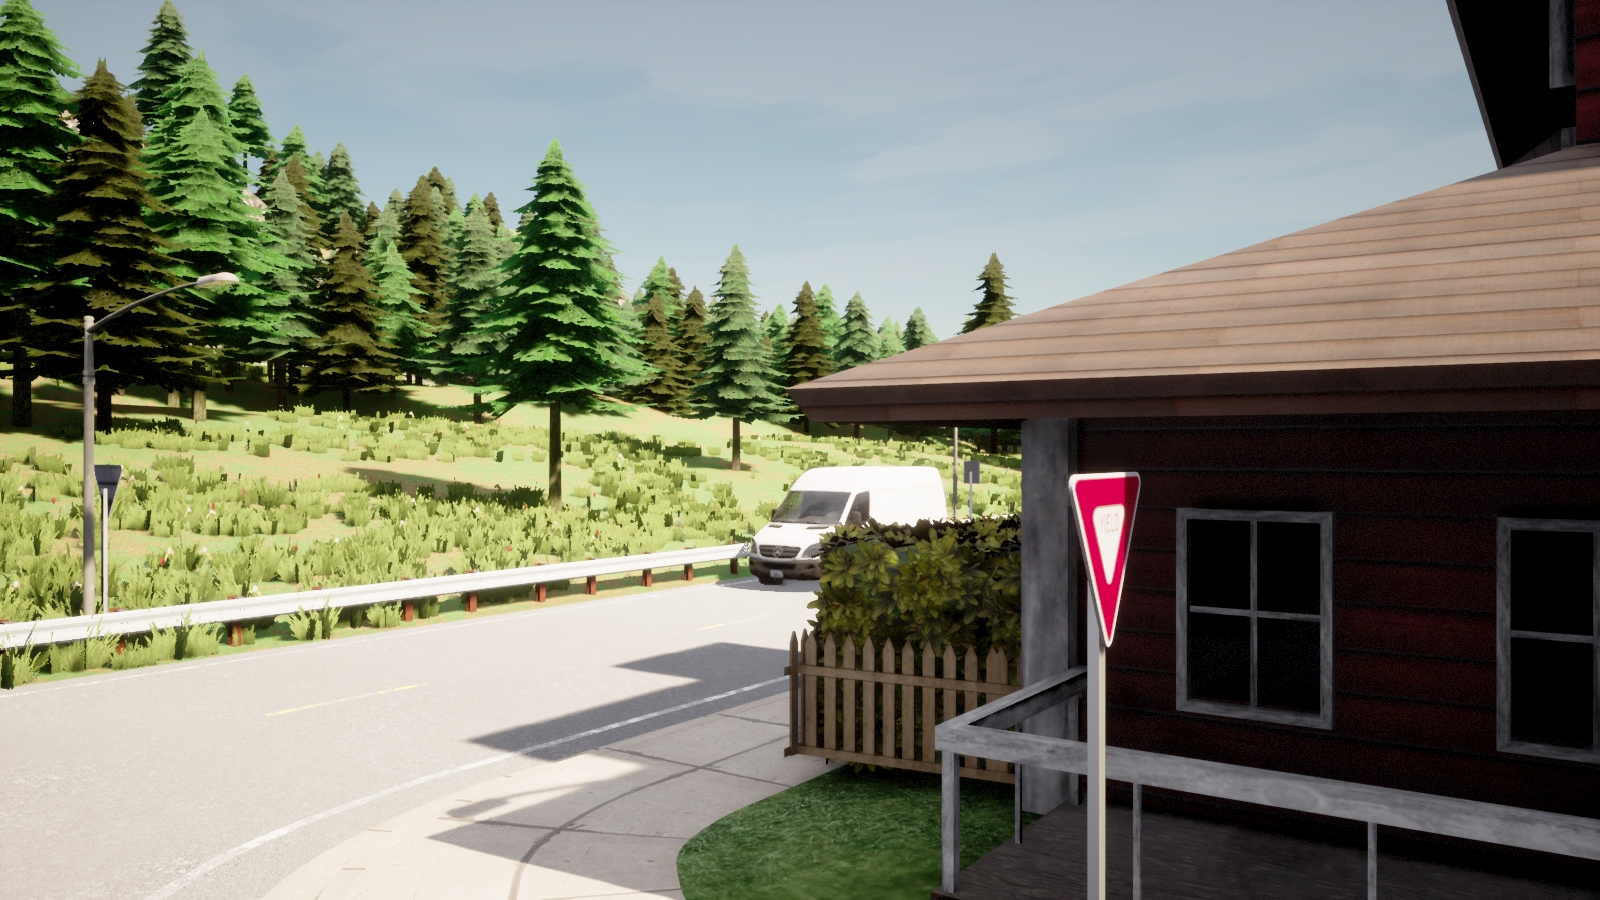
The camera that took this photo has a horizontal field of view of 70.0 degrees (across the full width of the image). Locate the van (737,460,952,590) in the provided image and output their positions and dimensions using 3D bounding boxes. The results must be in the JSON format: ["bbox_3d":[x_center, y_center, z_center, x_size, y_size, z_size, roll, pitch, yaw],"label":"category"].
[{"bbox_3d":[1.192,1.535,25.891,1.988,2.561,5.915,0,0,35],"label":"van"}]
